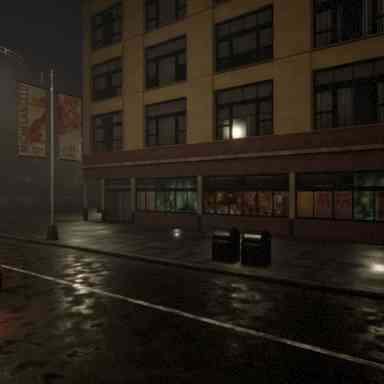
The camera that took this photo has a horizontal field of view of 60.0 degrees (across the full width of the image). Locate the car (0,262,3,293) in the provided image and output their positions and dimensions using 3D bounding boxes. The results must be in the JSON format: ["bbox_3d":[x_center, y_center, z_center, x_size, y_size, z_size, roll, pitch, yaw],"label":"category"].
[{"bbox_3d":[-5.825,1.563,7.717,1.994,1.385,4.181,0,0,-40],"label":"car"}]
